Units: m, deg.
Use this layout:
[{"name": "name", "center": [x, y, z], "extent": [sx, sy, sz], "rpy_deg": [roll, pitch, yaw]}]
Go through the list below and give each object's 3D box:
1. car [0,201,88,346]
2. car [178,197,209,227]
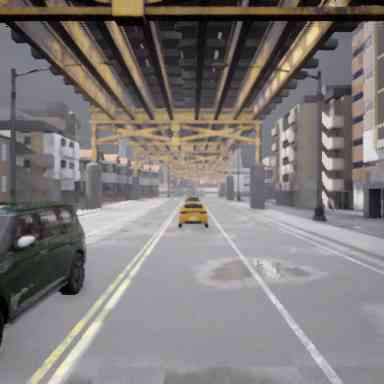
[{"name": "car", "center": [-3.588, 1.220, 5.832], "extent": [2.150, 2.045, 5.566], "rpy_deg": [0, 0, 0]}, {"name": "car", "center": [0.090, 1.395, 22.383], "extent": [1.882, 1.535, 5.008], "rpy_deg": [0, 1, 0]}]
